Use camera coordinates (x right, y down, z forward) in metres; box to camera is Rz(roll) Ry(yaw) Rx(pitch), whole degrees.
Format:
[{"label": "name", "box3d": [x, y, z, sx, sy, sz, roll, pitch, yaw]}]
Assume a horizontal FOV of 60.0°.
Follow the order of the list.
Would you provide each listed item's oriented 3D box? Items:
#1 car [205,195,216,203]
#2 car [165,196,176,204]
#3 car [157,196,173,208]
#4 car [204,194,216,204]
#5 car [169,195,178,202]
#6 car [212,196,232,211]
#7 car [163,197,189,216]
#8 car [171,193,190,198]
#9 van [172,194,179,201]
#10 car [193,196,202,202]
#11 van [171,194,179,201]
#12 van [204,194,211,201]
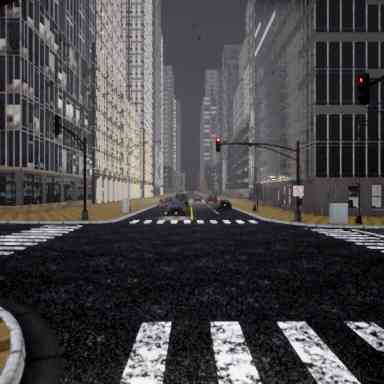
[{"label": "car", "box3d": [3.774, 1.428, 69.381, 1.967, 1.590, 4.097, 0, 0, 0]}, {"label": "car", "box3d": [-4.084, 1.560, 63.821, 1.947, 1.339, 4.313, 0, 0, 0]}, {"label": "car", "box3d": [-4.017, 1.590, 47.238, 1.802, 1.307, 4.206, 0, 0, 0]}, {"label": "car", "box3d": [3.797, 1.309, 63.853, 2.192, 1.841, 5.009, 0, 0, 0]}, {"label": "car", "box3d": [-4.128, 1.421, 74.877, 1.967, 1.590, 4.097, 0, 0, 0]}, {"label": "car", "box3d": [3.935, 1.576, 41.744, 1.947, 1.339, 4.313, 0, 0, 0]}, {"label": "car", "box3d": [-1.498, 1.562, 33.511, 2.033, 1.411, 5.357, 0, 0, -1]}, {"label": "car", "box3d": [-1.549, 1.221, 47.790, 2.150, 2.045, 5.566, 0, 1, 0]}, {"label": "van", "box3d": [-4.173, 1.310, 85.932, 1.690, 1.788, 3.998, 0, 0, 0]}, {"label": "car", "box3d": [1.207, 1.525, 72.857, 2.033, 1.411, 5.357, 0, 0, 0]}, {"label": "van", "box3d": [-4.151, 1.316, 80.404, 1.690, 1.788, 3.998, 0, 0, 0]}, {"label": "van", "box3d": [3.729, 1.316, 80.436, 1.690, 1.788, 3.998, 0, 0, 0]}]
